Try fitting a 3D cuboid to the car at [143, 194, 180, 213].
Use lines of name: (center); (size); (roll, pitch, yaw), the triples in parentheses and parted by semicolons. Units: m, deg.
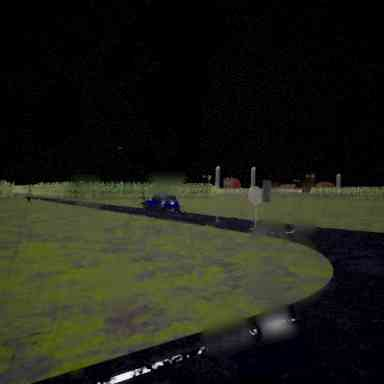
car: (-3.108, 1.067, 33.362); (2.097, 1.767, 4.553); (1, 0, -35)
